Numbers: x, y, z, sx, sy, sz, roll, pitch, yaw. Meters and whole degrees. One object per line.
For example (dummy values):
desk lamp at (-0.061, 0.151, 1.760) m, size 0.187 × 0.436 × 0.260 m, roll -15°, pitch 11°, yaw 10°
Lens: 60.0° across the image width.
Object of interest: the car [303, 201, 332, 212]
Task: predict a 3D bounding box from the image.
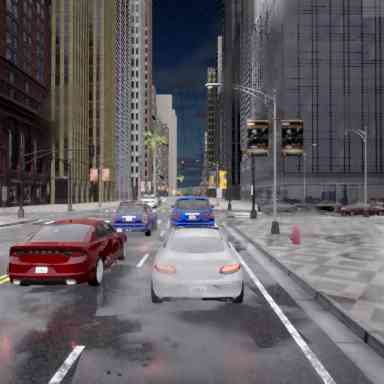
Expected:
car at (15.217, 1.662, 38.687) m, size 4.313 × 1.339 × 1.947 m, roll 0°, pitch 0°, yaw -1°

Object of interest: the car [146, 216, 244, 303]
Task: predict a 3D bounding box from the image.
car at (0.105, 1.534, 8.073) m, size 1.812 × 1.442 × 4.674 m, roll 0°, pitch 0°, yaw 0°

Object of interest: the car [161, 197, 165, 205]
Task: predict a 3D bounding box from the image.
car at (-6.518, 1.805, 60.684) m, size 1.837 × 1.490 × 4.892 m, roll 0°, pitch 0°, yaw 1°

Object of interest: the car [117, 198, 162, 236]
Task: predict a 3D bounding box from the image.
car at (-3.134, 1.391, 18.672) m, size 2.097 × 1.767 × 4.553 m, roll 0°, pitch 0°, yaw 0°

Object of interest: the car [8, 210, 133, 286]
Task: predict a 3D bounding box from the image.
car at (-3.144, 1.489, 9.445) m, size 1.882 × 1.535 × 5.008 m, roll 0°, pitch 0°, yaw 0°

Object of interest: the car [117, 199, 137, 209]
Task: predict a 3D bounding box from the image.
car at (-9.804, 1.778, 50.931) m, size 2.033 × 1.411 × 5.357 m, roll 0°, pitch 0°, yaw 0°

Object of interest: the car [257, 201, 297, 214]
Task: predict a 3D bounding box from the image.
car at (9.125, 1.648, 35.844) m, size 4.181 × 1.385 × 1.994 m, roll 0°, pitch -1°, yaw -1°

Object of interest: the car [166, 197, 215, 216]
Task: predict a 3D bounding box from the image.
car at (0.041, 1.257, 17.775) m, size 2.150 × 2.045 × 5.566 m, roll 0°, pitch 0°, yaw 1°

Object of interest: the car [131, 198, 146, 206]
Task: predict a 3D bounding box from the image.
car at (-9.767, 1.827, 60.840) m, size 1.812 × 1.442 × 4.674 m, roll 0°, pitch 0°, yaw 1°

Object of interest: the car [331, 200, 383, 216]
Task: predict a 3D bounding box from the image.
car at (15.340, 1.577, 30.163) m, size 4.206 × 1.307 × 1.802 m, roll 0°, pitch 0°, yaw -1°

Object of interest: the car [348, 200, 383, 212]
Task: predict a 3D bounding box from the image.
car at (20.857, 1.643, 38.769) m, size 4.313 × 1.339 × 1.947 m, roll 0°, pitch 0°, yaw -1°

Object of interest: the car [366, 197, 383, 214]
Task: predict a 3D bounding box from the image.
car at (21.713, 1.393, 36.029) m, size 4.553 × 1.767 × 2.097 m, roll 0°, pitch -1°, yaw -1°

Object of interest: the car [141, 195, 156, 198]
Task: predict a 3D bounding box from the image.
car at (-6.556, 1.452, 50.972) m, size 2.150 × 2.045 × 5.566 m, roll 0°, pitch 0°, yaw 0°

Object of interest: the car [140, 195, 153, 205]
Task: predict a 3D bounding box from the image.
car at (-9.690, 1.609, 71.414) m, size 2.150 × 2.045 × 5.566 m, roll 0°, pitch 0°, yaw 0°
